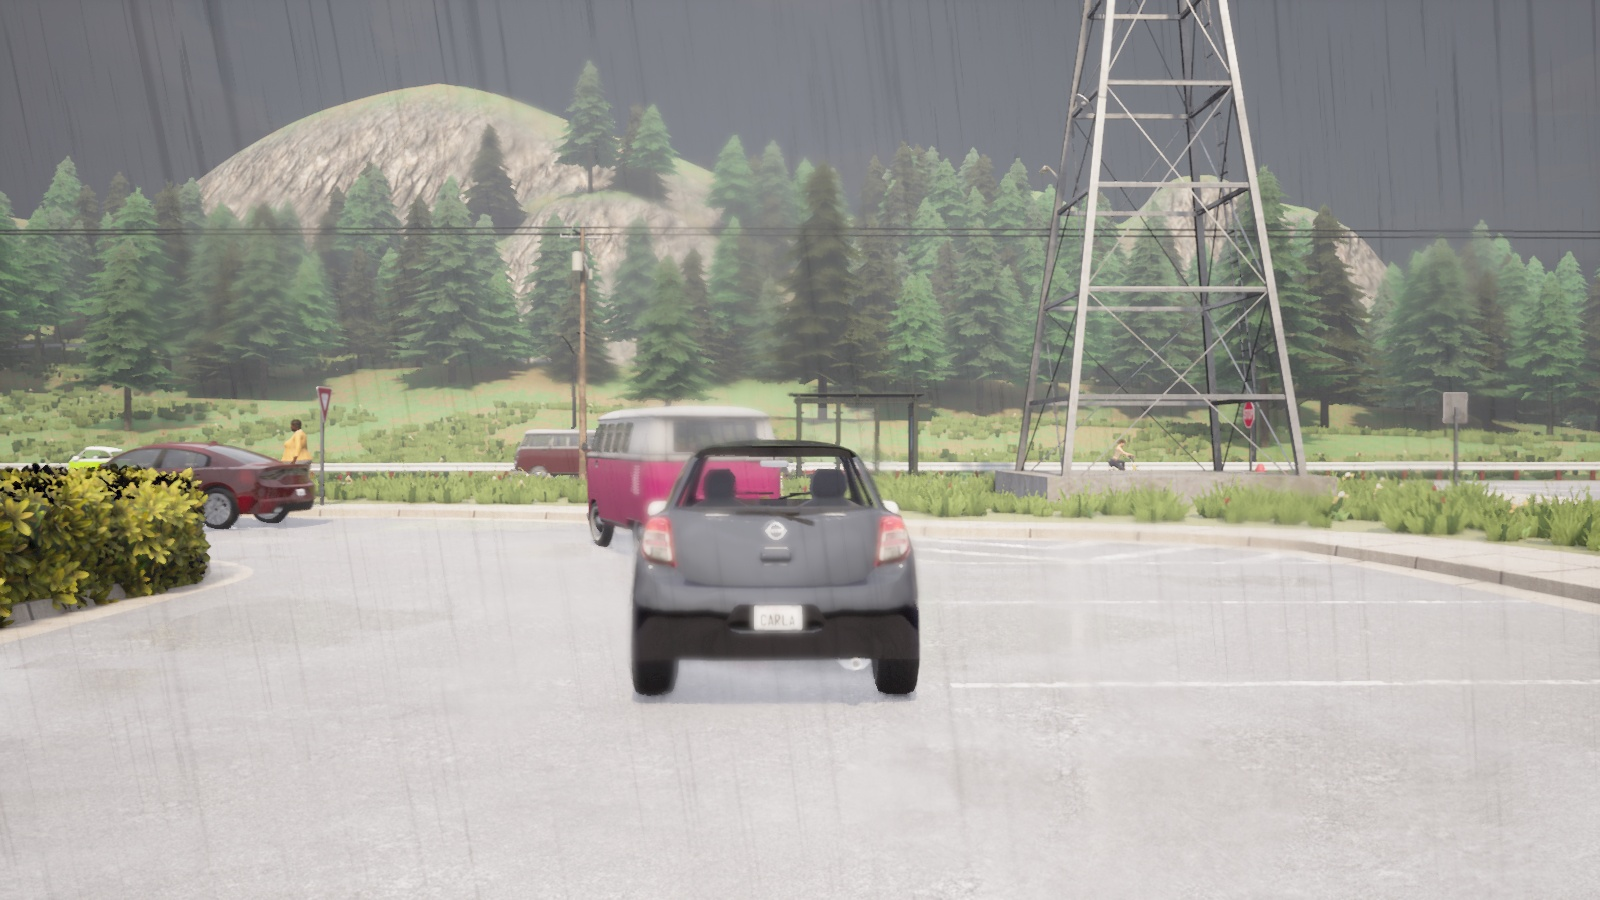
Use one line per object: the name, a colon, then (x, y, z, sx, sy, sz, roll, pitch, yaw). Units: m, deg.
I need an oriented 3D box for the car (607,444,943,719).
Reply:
car: (-0.180, 0.711, 8.708, 1.845, 1.501, 3.633, 0, 0, -1)

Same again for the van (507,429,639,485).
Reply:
van: (-8.151, 0.236, 45.379, 4.442, 1.987, 1.775, 0, 0, -1)

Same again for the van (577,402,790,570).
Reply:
van: (-1.746, 0.403, 17.196, 1.775, 1.987, 4.442, 0, 1, -21)

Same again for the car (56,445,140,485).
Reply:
car: (-25.186, 0.526, 45.110, 2.207, 1.376, 1.481, 0, 0, -1)

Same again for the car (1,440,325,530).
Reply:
car: (-11.419, 0.586, 22.690, 5.008, 1.535, 1.882, 0, 0, 7)

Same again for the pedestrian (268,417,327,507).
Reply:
pedestrian: (-10.529, 0.245, 26.333, 0.900, 1.855, 0.874, 0, 0, -1)
